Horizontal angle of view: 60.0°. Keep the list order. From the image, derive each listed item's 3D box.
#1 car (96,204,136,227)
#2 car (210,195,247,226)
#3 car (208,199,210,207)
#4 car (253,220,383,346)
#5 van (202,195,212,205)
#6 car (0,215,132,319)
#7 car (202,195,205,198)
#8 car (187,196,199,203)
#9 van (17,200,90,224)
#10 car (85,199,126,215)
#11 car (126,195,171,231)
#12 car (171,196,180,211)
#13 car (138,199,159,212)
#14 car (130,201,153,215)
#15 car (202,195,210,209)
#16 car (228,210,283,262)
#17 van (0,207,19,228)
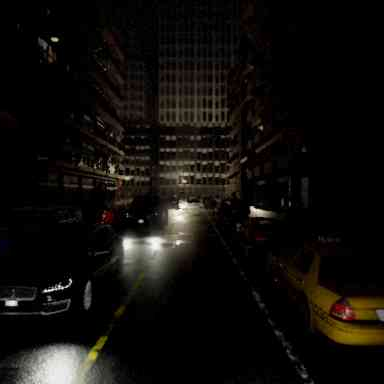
[{"bbox_3d":[-5.230,1.593,23.313,1.802,1.307,4.206,0,0,0],"label":"car"},{"bbox_3d":[2.652,1.334,23.285,2.192,1.841,5.009,0,0,0],"label":"car"},{"bbox_3d":[2.672,1.550,29.095,1.752,1.417,4.829,0,0,0],"label":"car"},{"bbox_3d":[2.589,1.532,6.534,1.752,1.417,4.829,0,0,0],"label":"car"},{"bbox_3d":[2.796,1.405,62.767,1.690,1.788,3.998,0,0,0],"label":"van"},{"bbox_3d":[-2.823,1.507,7.655,1.837,1.490,4.892,0,0,0],"label":"car"},{"bbox_3d":[2.754,1.574,51.656,1.752,1.417,4.829,0,0,0],"label":"car"},{"bbox_3d":[0.174,1.613,69.790,1.994,1.385,4.181,0,0,-8],"label":"car"},{"bbox_3d":[-5.269,1.343,12.032,1.690,1.788,3.998,0,0,0],"label":"van"},{"bbox_3d":[-5.249,1.321,17.673,2.192,1.841,5.009,0,0,0],"label":"car"},{"bbox_3d":[-2.756,1.233,20.851,2.150,2.045,5.566,0,0,1],"label":"car"},{"bbox_3d":[-2.613,1.539,41.756,1.837,1.490,4.892,0,0,1],"label":"car"},{"bbox_3d":[-5.168,1.552,40.064,1.752,1.417,4.829,0,0,0],"label":"car"},{"bbox_3d":[-5.189,1.603,34.594,1.802,1.307,4.206,0,0,0],"label":"car"},{"bbox_3d":[2.733,1.567,46.016,1.752,1.417,4.829,0,0,0],"label":"car"},{"bbox_3d":[2.609,1.555,12.004,1.887,1.381,4.507,0,0,0],"label":"car"},{"bbox_3d":[-5.290,1.339,6.392,1.690,1.788,3.998,0,0,0],"label":"van"}]
